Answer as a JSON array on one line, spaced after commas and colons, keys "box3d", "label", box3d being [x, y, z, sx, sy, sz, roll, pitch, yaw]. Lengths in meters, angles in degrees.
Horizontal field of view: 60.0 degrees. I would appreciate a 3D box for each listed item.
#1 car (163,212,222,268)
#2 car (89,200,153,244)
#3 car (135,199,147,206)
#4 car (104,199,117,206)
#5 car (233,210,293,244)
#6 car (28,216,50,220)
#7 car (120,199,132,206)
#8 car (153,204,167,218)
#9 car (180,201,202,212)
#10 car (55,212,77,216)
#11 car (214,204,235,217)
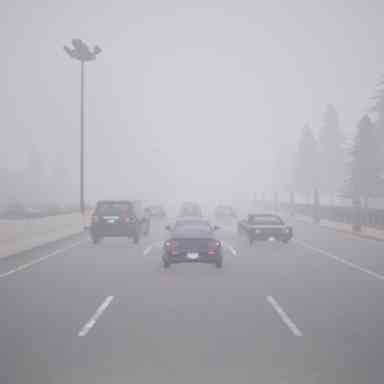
[{"box3d": [0.012, 1.648, 11.704, 1.812, 1.442, 4.674, 0, 0, 0], "label": "car"}, {"box3d": [-3.514, 1.400, 17.088, 2.150, 2.045, 5.566, 0, -1, 0], "label": "car"}, {"box3d": [-11.016, 2.212, 72.344, 1.882, 1.535, 5.008, 0, -1, 0], "label": "car"}, {"box3d": [-18.042, 2.230, 73.593, 1.837, 1.490, 4.892, 0, -1, -1], "label": "car"}, {"box3d": [3.487, 1.775, 16.844, 1.895, 1.301, 4.718, 0, -1, 0], "label": "car"}, {"box3d": [-14.319, 1.891, 32.527, 2.033, 1.411, 5.357, 0, -1, 0], "label": "car"}, {"box3d": [-14.530, 2.229, 73.386, 1.882, 1.535, 5.008, 0, -1, -1], "label": "car"}, {"box3d": [-3.634, 1.920, 34.105, 1.994, 1.385, 4.181, 0, -1, 0], "label": "car"}, {"box3d": [-0.130, 1.701, 33.540, 2.097, 1.767, 4.553, 0, -1, 0], "label": "car"}, {"box3d": [-10.807, 1.803, 30.946, 1.882, 1.535, 5.008, 0, -1, 0], "label": "car"}, {"box3d": [3.366, 1.919, 34.195, 1.994, 1.385, 4.181, 0, -1, 0], "label": "car"}]
